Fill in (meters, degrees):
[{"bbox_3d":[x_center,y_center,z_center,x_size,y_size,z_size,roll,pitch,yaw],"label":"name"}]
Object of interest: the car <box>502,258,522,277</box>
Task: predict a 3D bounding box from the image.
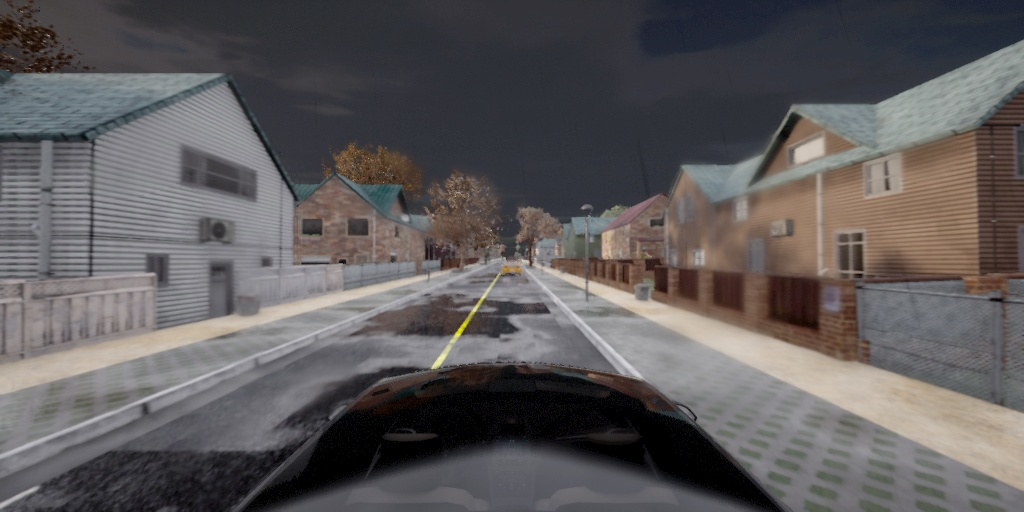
[{"bbox_3d":[-0.007,1.228,35.921,1.882,1.535,5.008,0,0,0],"label":"car"}]
